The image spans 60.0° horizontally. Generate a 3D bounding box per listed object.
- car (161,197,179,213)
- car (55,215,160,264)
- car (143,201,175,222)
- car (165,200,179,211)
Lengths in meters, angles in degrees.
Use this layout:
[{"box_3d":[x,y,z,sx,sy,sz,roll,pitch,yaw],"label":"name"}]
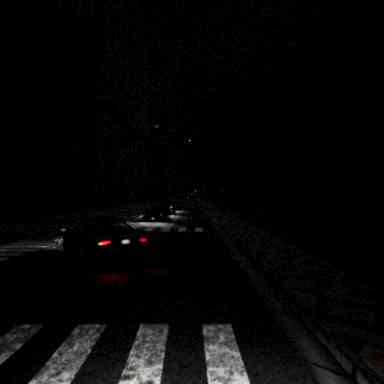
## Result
[{"box_3d":[-3.047,1.706,39.327,2.097,1.767,4.553,0,-1,0],"label":"car"},{"box_3d":[-3.443,1.620,12.092,2.033,1.411,5.357,1,-2,-35],"label":"car"},{"box_3d":[-3.041,1.804,29.698,2.033,1.411,5.357,0,-1,3],"label":"car"},{"box_3d":[-2.977,1.983,49.445,1.812,1.442,4.674,0,-1,0],"label":"car"}]
